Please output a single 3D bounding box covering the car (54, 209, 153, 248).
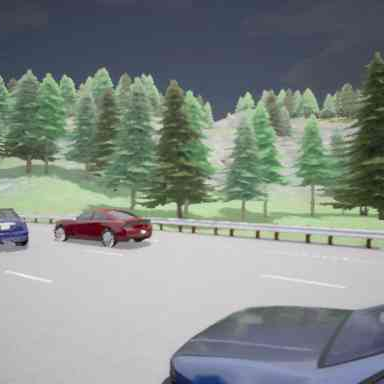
[{"bbox_3d":[-4.078,1.487,14.935,5.008,1.535,1.882,0,0,32],"label":"car"}]

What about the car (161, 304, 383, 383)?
[{"bbox_3d":[2.317,1.537,2.299,5.357,1.411,2.033,0,0,35],"label":"car"}]

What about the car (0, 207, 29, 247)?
[{"bbox_3d":[-8.890,1.378,13.781,4.553,1.767,2.097,0,0,32],"label":"car"}]
